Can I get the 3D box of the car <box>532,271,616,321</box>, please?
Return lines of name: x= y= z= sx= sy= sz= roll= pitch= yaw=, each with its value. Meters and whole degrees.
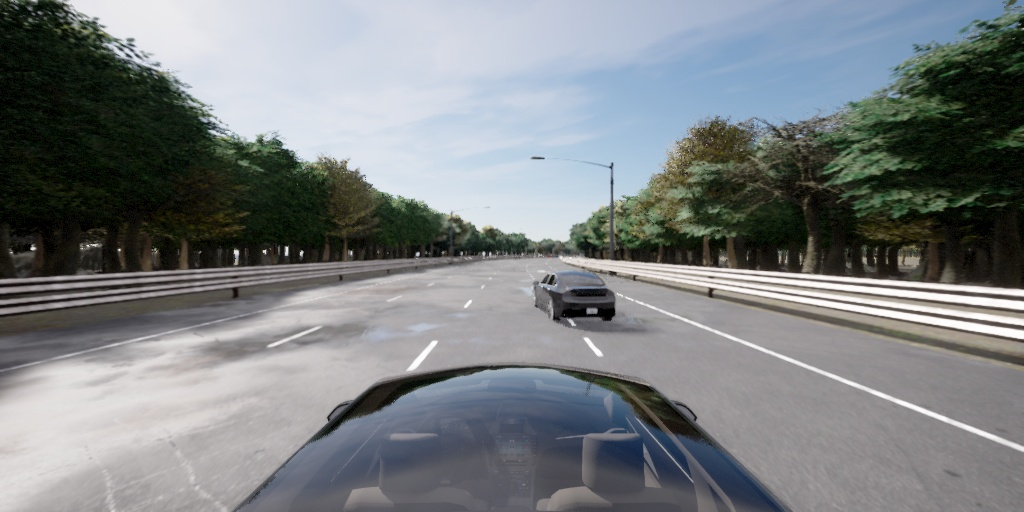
car: x=1.900 y=1.255 z=12.113 sx=1.837 sy=1.490 sz=4.892 roll=0 pitch=0 yaw=-6
